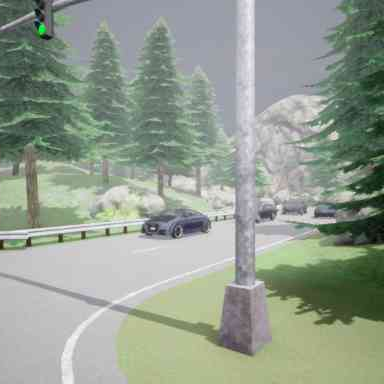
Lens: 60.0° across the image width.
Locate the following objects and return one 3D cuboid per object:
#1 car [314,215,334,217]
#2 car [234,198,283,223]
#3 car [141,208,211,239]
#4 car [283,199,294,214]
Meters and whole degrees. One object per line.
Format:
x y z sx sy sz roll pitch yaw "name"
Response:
12.609 1.639 30.434 1.994 1.385 4.181 0 -1 33 "car"
4.981 1.505 25.768 2.128 1.511 4.902 0 0 35 "car"
-0.740 1.577 17.633 1.994 1.385 4.181 0 0 35 "car"
10.644 1.518 34.272 1.837 1.490 4.892 0 0 28 "car"
